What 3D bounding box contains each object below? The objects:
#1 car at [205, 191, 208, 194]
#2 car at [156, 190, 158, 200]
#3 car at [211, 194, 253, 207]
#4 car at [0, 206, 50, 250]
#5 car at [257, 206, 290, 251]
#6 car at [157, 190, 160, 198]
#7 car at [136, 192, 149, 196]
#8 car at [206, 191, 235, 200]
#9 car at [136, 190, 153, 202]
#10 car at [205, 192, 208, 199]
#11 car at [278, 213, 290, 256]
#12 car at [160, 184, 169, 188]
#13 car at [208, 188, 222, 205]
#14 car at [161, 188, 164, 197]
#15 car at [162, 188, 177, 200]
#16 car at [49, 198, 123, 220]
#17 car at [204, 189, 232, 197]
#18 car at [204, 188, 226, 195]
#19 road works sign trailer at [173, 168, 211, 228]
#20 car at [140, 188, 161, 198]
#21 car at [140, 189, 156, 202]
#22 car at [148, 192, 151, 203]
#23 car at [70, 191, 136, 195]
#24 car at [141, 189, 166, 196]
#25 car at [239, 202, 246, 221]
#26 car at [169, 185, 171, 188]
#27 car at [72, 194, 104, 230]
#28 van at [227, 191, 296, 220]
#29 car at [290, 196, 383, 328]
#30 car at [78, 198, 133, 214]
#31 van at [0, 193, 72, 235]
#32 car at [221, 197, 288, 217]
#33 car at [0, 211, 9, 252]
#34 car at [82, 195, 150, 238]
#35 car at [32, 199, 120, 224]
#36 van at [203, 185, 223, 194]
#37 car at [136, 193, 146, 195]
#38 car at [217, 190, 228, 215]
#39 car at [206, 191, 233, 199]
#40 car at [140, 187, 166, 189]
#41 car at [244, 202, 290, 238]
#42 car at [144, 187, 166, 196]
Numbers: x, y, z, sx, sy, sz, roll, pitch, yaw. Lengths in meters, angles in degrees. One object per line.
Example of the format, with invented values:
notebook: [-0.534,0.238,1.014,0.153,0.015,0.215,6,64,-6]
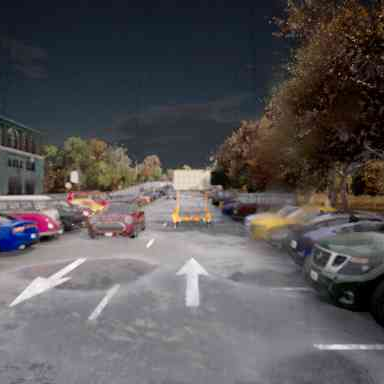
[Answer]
car: [5.042,0.804,53.507,4.892,1.521,2.231,0,2,0]
car: [-8.003,0.920,50.672,4.792,1.488,2.163,0,2,0]
car: [5.052,1.089,42.486,5.008,1.535,2.097,0,1,0]
car: [-8.033,1.397,11.686,5.008,1.535,2.097,0,0,0]
car: [5.048,1.397,11.713,4.892,1.521,2.231,0,0,0]
car: [-8.061,0.835,53.459,4.792,1.488,2.163,0,2,0]
car: [-8.040,1.143,39.530,5.008,1.535,2.097,0,1,0]
car: [5.044,0.602,59.211,5.008,1.535,2.097,0,2,0]
car: [-8.002,0.908,45.102,4.553,1.767,2.185,0,1,0]
car: [4.862,1.026,45.275,5.366,1.575,1.946,0,1,0]
car: [5.070,1.446,8.931,4.792,1.488,2.163,0,0,0]
car: [-8.001,-0.009,67.372,5.566,2.045,2.435,0,3,0]
car: [5.075,0.889,39.693,5.566,2.045,2.435,0,1,0]
car: [-8.059,0.529,61.823,4.792,1.488,2.163,0,2,0]
car: [-3.535,0.631,58.770,2.128,1.511,4.902,0,2,1]
car: [-8.041,1.290,25.602,5.008,1.535,2.097,0,0,0]
car: [5.236,0.235,67.446,5.366,1.575,1.946,0,3,0]
car: [5.054,-0.025,73.144,4.674,1.452,2.002,0,3,0]
road works sign trailer: [0.003,0.311,20.935,2.380,3.560,2.880,0,0,0]
car: [-8.062,0.587,56.240,4.553,1.767,2.185,0,2,0]
car: [-8.001,0.842,47.882,4.553,1.767,2.185,0,1,0]
car: [-8.031,1.133,42.319,4.674,1.452,2.002,0,1,0]
car: [-8.007,1.017,28.383,5.566,2.045,2.435,0,0,0]
car: [-8.034,0.099,70.175,5.008,1.535,2.097,0,3,0]
car: [5.045,1.395,17.284,4.674,1.452,2.002,0,0,0]
car: [-8.057,-0.344,78.512,4.792,1.488,2.163,0,3,0]
car: [-8.068,1.207,20.160,4.553,1.767,2.185,0,0,0]
van: [4.927,1.085,22.851,4.442,1.987,1.878,0,0,0]
car: [5.012,1.186,6.141,5.566,2.045,2.435,0,0,0]
car: [-8.038,1.287,31.168,4.674,1.452,2.002,0,0,0]
van: [-7.921,1.150,14.467,4.442,1.987,1.878,0,0,0]
car: [5.230,1.265,28.423,5.366,1.575,1.946,0,0,0]
car: [-8.044,1.417,8.903,5.008,1.535,2.097,0,0,0]
car: [-3.595,1.232,16.639,2.097,1.767,4.553,0,0,0]
car: [-7.851,1.309,22.819,5.366,1.575,1.946,0,0,0]
van: [4.926,-0.602,78.579,4.442,1.987,1.878,-1,3,0]
car: [-8.039,1.186,36.741,5.008,1.535,2.097,0,1,0]
car: [5.016,1.038,25.636,5.566,2.045,2.435,0,0,0]
car: [5.021,0.521,62.002,4.792,1.488,2.163,0,3,0]
car: [-8.036,0.377,64.598,4.892,1.521,2.231,0,3,0]
car: [5.047,1.375,14.498,5.008,1.535,2.097,0,0,0]
car: [-7.997,-0.179,72.943,4.553,1.767,2.185,0,3,0]
